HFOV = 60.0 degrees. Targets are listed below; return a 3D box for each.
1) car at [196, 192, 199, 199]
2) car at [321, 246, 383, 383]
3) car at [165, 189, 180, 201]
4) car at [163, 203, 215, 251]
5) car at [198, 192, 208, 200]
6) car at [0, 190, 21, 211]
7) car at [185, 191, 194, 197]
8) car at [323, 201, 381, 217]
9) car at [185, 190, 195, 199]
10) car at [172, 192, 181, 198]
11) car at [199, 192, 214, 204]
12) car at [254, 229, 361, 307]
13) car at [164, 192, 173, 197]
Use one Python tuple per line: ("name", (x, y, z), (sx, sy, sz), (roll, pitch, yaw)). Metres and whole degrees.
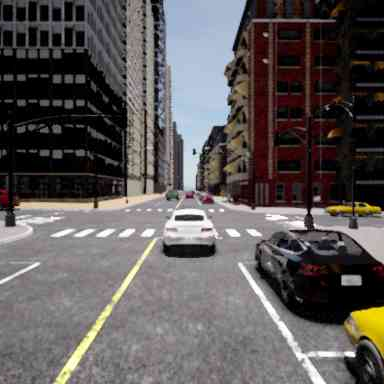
("car", (2.227, 0.873, 62.543), (2.008, 1.369, 4.403), (0, 1, 0))
("car", (2.674, 1.500, 2.094), (1.752, 1.417, 4.829), (0, 1, 0))
("car", (-3.491, 0.565, 60.478), (2.150, 2.045, 5.566), (0, 1, 0))
("car", (-0.112, 1.378, 13.198), (1.812, 1.442, 4.674), (0, 1, -1))
("car", (2.186, 0.814, 68.191), (2.008, 1.369, 4.403), (0, 1, 0))
("car", (-17.914, 0.699, 29.511), (5.009, 1.841, 2.192), (1, -1, -1))
("car", (-0.608, 0.504, 82.203), (1.994, 1.385, 4.181), (0, 1, 0))
("car", (14.419, 1.499, 30.036), (4.829, 1.417, 1.752), (1, -1, -1))
("car", (-0.534, 0.766, 72.170), (1.994, 1.385, 4.181), (0, 1, 0))
("car", (-3.565, 0.718, 76.159), (1.994, 1.385, 4.181), (0, 1, 0))
("car", (2.373, 1.040, 49.627), (1.802, 1.307, 4.206), (0, 1, 0))
("car", (2.633, 1.480, 7.607), (1.947, 1.339, 4.313), (0, 1, 0))
("car", (-6.361, 0.583, 90.721), (2.008, 1.369, 4.403), (0, 1, 0))
